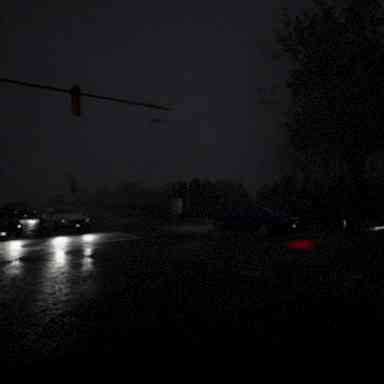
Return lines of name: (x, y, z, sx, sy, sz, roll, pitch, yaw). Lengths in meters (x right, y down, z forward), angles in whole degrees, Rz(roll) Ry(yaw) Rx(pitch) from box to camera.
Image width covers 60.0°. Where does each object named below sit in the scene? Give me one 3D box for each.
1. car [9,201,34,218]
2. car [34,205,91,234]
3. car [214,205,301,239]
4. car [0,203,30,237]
car: (-15.079, 1.529, 28.900, 2.033, 1.411, 5.357, 0, 0, -39)
car: (-7.515, 1.507, 19.473, 1.812, 1.442, 4.674, 0, 0, -39)
car: (3.229, 1.432, 17.429, 1.882, 1.535, 5.008, 0, 0, -39)
car: (-10.347, 1.541, 17.409, 2.033, 1.411, 5.357, 0, 0, -39)
